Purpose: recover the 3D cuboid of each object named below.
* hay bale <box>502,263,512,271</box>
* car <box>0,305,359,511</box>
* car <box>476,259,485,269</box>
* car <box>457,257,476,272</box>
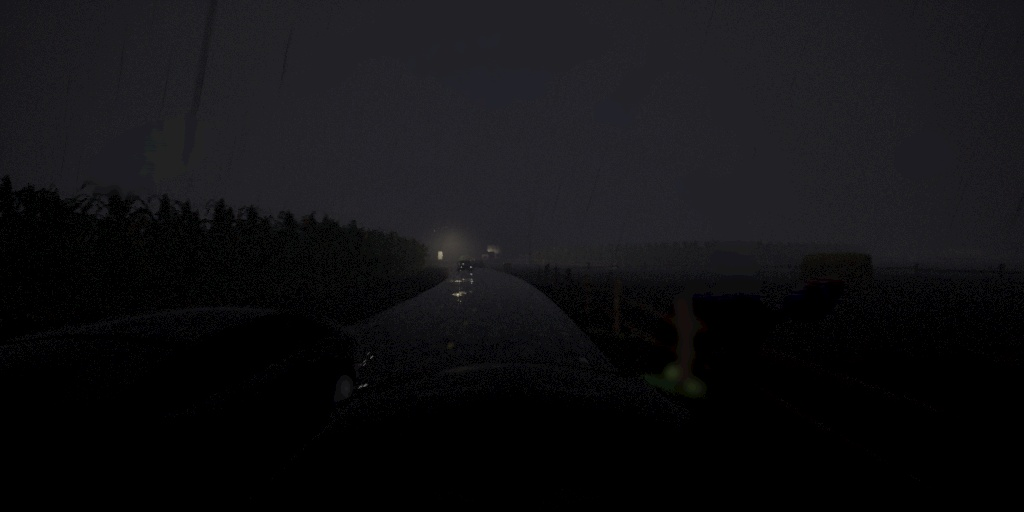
[{"bbox_3d":[-0.665,1.465,50.027,1.220,1.180,1.240,0,0,-11],"label":"hay bale"},{"bbox_3d":[-2.856,1.244,2.724,1.837,1.490,4.892,0,0,0],"label":"car"},{"bbox_3d":[-5.604,1.299,58.154,2.128,1.511,4.902,0,0,-14],"label":"car"},{"bbox_3d":[-6.079,1.283,46.490,1.837,1.490,4.892,1,0,-10],"label":"car"}]
